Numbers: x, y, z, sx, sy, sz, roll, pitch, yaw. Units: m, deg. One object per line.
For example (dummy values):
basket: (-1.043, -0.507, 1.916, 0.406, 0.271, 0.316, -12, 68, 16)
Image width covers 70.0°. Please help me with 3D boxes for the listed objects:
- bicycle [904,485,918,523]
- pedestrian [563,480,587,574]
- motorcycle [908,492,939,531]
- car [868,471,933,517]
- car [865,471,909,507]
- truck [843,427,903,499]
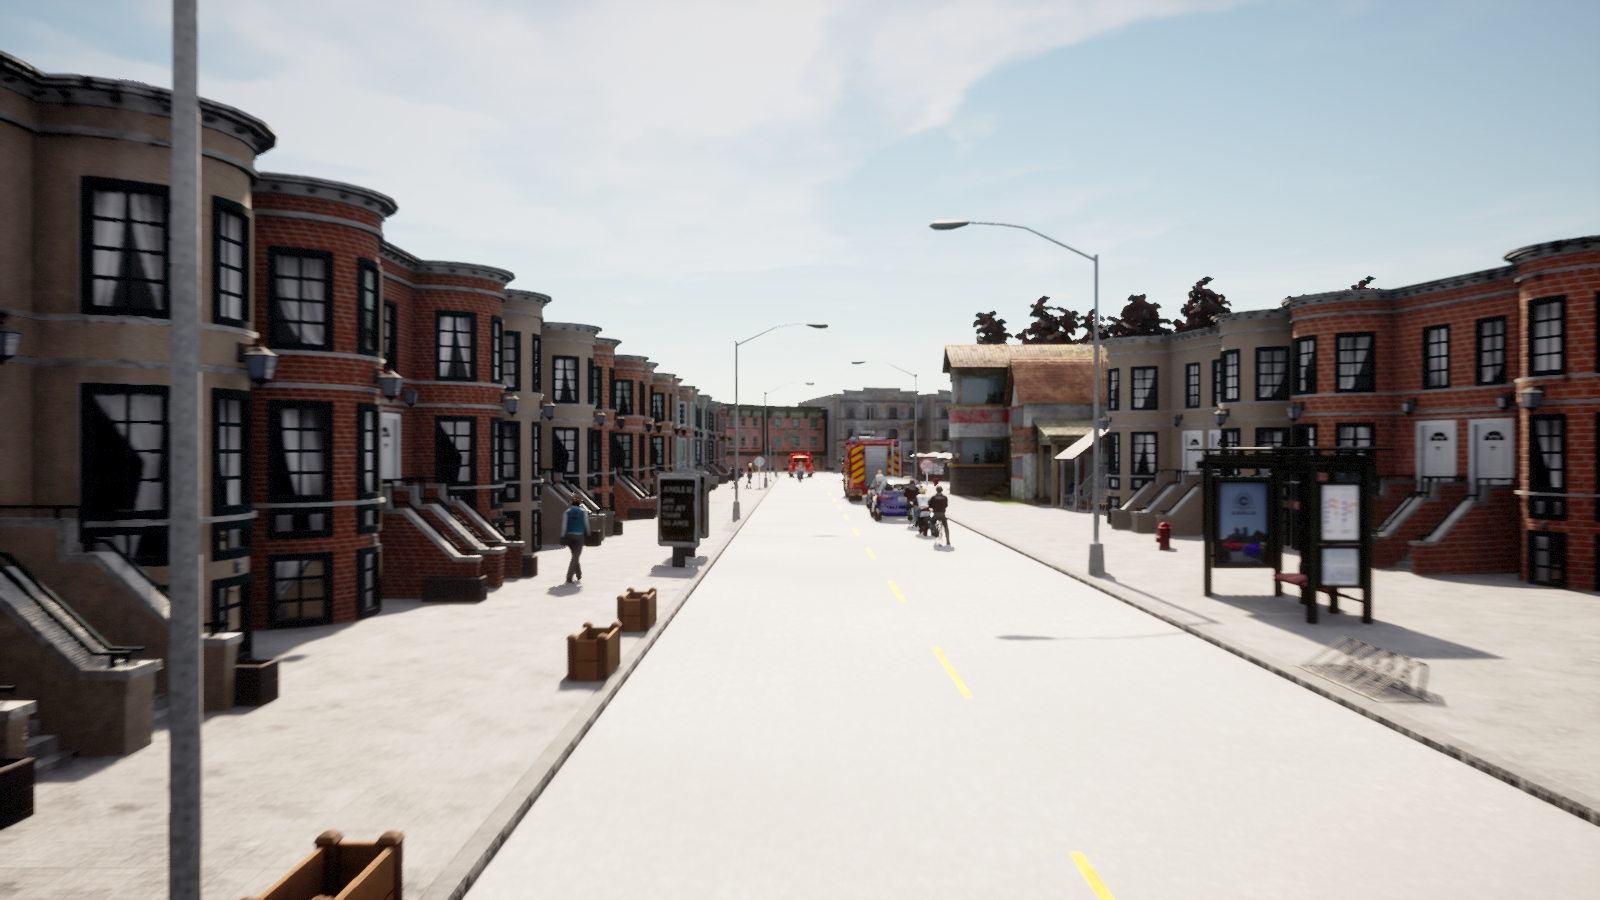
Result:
bicycle: (4.015, 1.942, 41.231, 0.329, 1.271, 1.835, 0, 0, 0)
pedestrian: (-4.487, 1.526, 22.819, 0.375, 1.860, 0.375, 0, 0, 6)
motorcycle: (4.020, 1.995, 37.319, 0.803, 1.145, 2.033, 0, 0, 0)
car: (4.026, 1.750, 46.483, 2.242, 1.667, 4.611, 0, 0, 0)
car: (4.035, 1.803, 53.494, 1.789, 1.549, 3.705, 0, 0, 0)
truck: (4.031, 0.674, 65.153, 2.891, 3.827, 8.468, 0, 0, 0)
